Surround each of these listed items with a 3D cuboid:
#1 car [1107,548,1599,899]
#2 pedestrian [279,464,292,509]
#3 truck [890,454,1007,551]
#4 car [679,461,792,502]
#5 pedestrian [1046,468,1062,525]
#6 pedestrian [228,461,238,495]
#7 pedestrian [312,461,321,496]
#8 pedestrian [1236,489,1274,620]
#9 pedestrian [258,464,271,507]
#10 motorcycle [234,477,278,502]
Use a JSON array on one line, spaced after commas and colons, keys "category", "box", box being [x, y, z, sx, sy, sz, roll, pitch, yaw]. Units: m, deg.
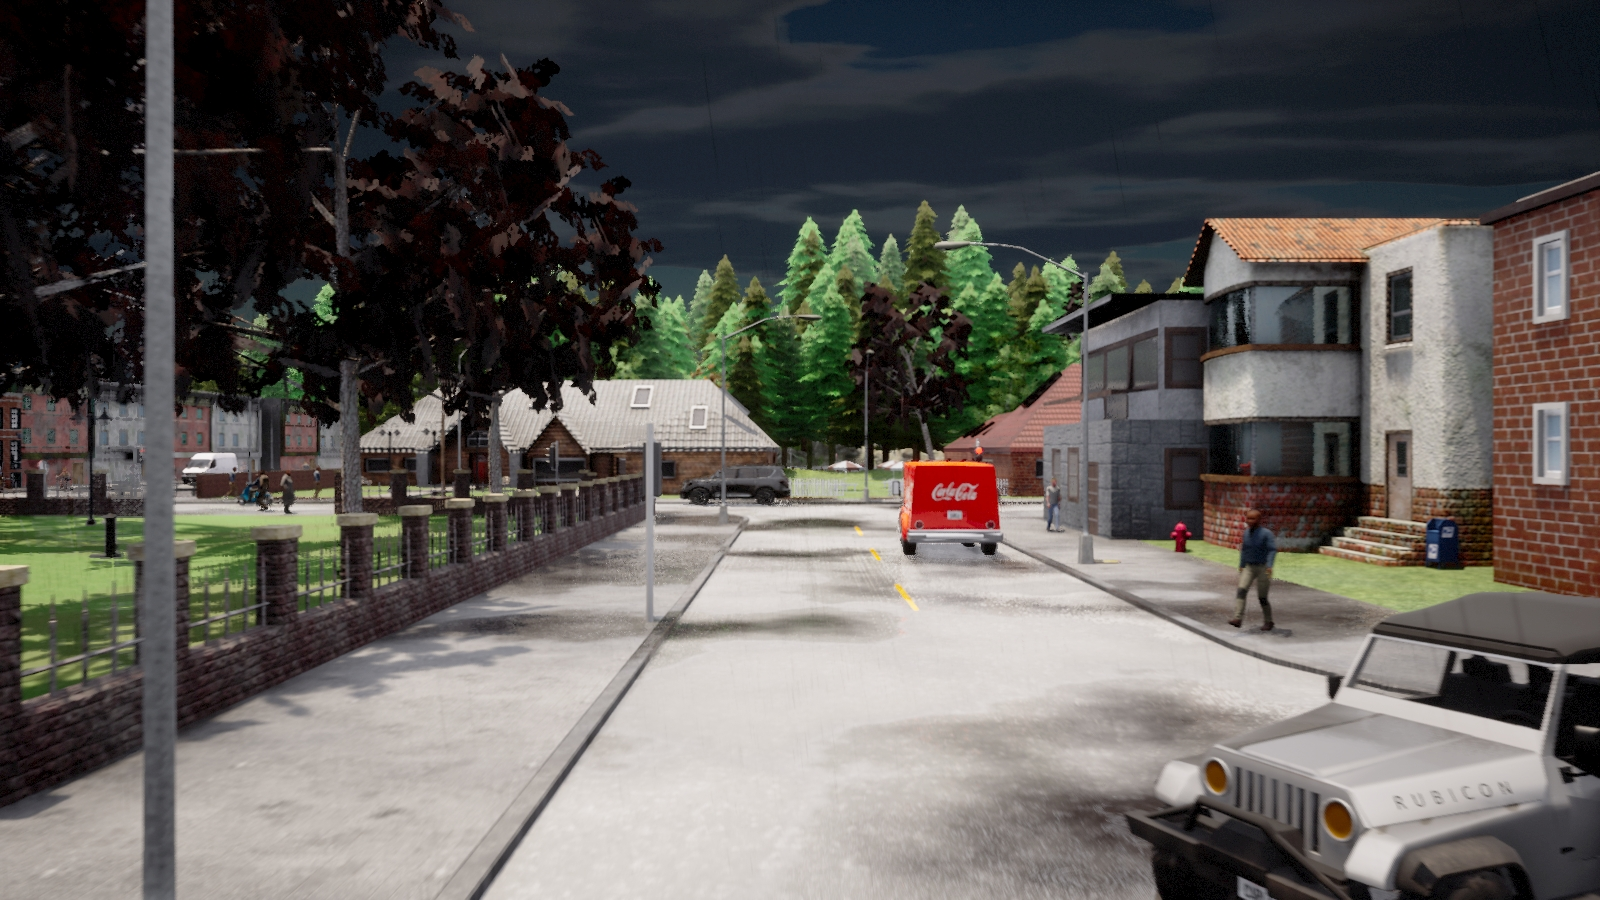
[{"category": "car", "box": [3.961, 1.640, 6.613, 3.866, 1.878, 1.905, 0, 0, -23]}, {"category": "pedestrian", "box": [-21.697, 1.532, 48.216, 0.375, 1.860, 0.375, 0, 0, 0]}, {"category": "truck", "box": [3.996, 1.350, 31.800, 2.627, 2.467, 5.204, 0, 0, 1]}, {"category": "car", "box": [-3.177, 1.568, 57.558, 5.566, 2.045, 2.150, 0, 0, 0]}, {"category": "pedestrian", "box": [8.309, 1.523, 37.357, 0.375, 1.860, 0.375, 0, 0, -11]}, {"category": "pedestrian", "box": [-31.191, 1.526, 62.885, 0.375, 1.860, 0.375, 0, 0, -1]}, {"category": "pedestrian", "box": [-25.924, 1.532, 61.249, 0.375, 1.860, 0.375, 0, 0, -11]}, {"category": "pedestrian", "box": [6.672, 1.518, 16.761, 0.375, 1.860, 0.375, 0, 0, -35]}, {"category": "pedestrian", "box": [-23.177, 1.530, 49.484, 0.375, 1.860, 0.375, 0, 0, 7]}, {"category": "motorcycle", "box": [-27.419, 1.970, 57.578, 1.805, 1.236, 0.856, 0, 0, 0]}]
